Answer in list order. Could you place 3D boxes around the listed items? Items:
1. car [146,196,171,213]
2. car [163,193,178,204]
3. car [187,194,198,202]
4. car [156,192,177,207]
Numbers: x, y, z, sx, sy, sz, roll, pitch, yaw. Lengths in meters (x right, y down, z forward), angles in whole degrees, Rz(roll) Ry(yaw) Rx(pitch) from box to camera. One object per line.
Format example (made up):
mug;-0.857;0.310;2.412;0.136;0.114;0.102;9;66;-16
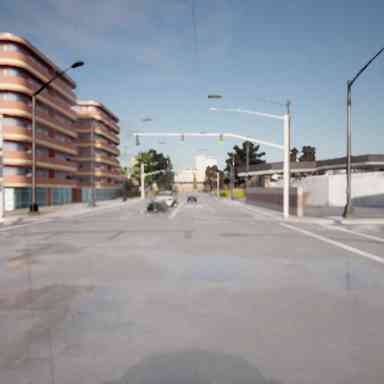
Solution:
car;-3.592;1.405;34.676;1.895;1.301;4.718;0;0;0
car;-3.544;1.043;54.829;2.097;1.767;4.553;0;0;0
car;0.012;1.175;62.206;1.812;1.442;4.674;0;0;0
car;-3.583;0.969;44.697;2.150;2.045;5.566;0;0;0
